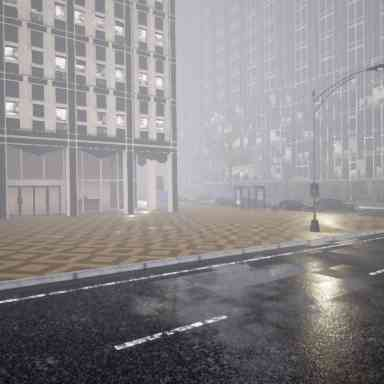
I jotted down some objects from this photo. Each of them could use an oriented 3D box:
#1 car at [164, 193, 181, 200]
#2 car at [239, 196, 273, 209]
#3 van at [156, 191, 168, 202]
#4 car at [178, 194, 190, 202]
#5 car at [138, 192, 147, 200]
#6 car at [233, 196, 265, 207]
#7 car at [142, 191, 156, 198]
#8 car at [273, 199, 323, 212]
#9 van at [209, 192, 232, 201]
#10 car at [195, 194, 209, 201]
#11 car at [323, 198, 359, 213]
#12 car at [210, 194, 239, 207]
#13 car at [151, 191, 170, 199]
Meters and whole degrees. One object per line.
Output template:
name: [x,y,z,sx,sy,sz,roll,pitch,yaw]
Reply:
car: [-4.247,0.935,73.242,1.802,1.307,4.206,0,1,-34]
car: [8.074,1.387,40.333,1.802,1.307,4.206,0,1,-34]
van: [-4.713,0.936,59.125,1.690,1.788,3.998,0,1,-34]
car: [-2.494,1.101,60.588,2.033,1.411,5.357,-1,1,-34]
car: [-11.153,1.039,68.495,2.008,1.369,4.403,0,1,-35]
car: [7.712,1.284,45.620,1.994,1.385,4.181,-1,1,-34]
car: [-10.687,0.685,82.606,1.967,1.590,4.097,0,1,-34]
car: [11.280,1.423,35.637,1.947,1.339,4.313,0,1,-35]
van: [5.412,0.854,59.188,1.690,1.788,3.998,0,1,-35]
car: [2.193,1.042,63.874,1.802,1.307,4.206,0,1,-35]
car: [15.038,1.364,34.956,1.812,1.442,4.674,-1,1,-34]
car: [4.902,1.319,45.049,1.947,1.339,4.313,0,1,-34]
car: [-7.467,0.614,77.922,2.192,1.841,5.009,0,1,-34]
